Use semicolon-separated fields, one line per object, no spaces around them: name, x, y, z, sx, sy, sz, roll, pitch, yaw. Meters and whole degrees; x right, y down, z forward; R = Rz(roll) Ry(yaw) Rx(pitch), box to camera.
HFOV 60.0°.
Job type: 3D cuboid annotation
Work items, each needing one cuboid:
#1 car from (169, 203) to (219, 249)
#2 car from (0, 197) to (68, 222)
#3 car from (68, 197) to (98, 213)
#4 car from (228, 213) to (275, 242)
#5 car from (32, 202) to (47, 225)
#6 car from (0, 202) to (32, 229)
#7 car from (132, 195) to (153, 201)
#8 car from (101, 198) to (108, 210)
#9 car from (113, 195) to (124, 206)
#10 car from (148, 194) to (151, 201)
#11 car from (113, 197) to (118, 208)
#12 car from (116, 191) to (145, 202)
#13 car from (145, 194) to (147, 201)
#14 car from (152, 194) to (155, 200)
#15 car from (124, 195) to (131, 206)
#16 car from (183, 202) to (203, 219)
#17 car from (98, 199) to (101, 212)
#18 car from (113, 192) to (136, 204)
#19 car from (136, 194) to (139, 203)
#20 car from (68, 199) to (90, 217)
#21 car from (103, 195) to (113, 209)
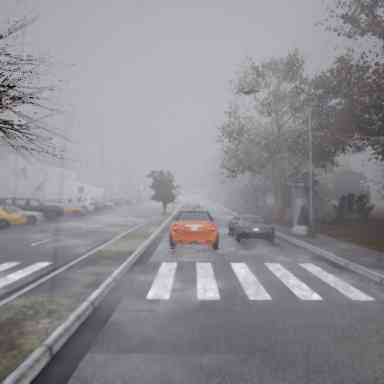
car;0.091;1.550;15.790;2.097;1.767;4.553;0;-1;0
car;-13.831;1.508;28.429;5.566;2.045;2.435;0;-1;-20
car;-13.883;1.549;37.410;5.566;2.045;2.435;0;0;-20
car;3.088;1.800;18.047;1.994;1.385;4.181;0;-1;0
car;-13.858;1.772;25.408;4.674;1.452;2.002;0;-1;-20
car;-14.025;1.702;22.335;5.366;1.575;1.946;0;0;-20
car;-14.028;1.744;94.383;5.366;1.575;1.946;0;0;-20
car;-13.858;1.847;43.433;4.674;1.452;2.002;-1;0;-20
car;-13.849;1.778;52.433;5.008;1.535;2.097;-1;1;-20
car;-13.865;1.721;85.445;4.892;1.521;2.231;-1;0;-20
car;-13.858;1.830;49.433;4.674;1.452;2.002;-1;0;-20
car;-13.883;1.457;73.422;5.566;2.045;2.435;-1;0;-20
car;-13.828;1.583;79.449;4.553;1.767;2.185;-1;0;-20
car;-13.885;1.485;91.433;5.566;2.045;2.435;0;0;-20
car;-13.830;1.778;58.450;4.792;1.488;2.163;-1;0;-20
car;0.077;1.861;34.112;1.837;1.490;4.892;0;0;0
car;-13.881;1.834;40.408;4.792;1.488;2.163;-1;0;-20
car;-13.835;1.486;61.453;5.566;2.045;2.435;-1;0;-20
car;-13.682;1.720;64.505;5.366;1.575;1.946;-1;0;-20
car;-13.683;1.786;34.482;5.366;1.575;1.946;0;-1;-20
car;-13.887;1.673;46.422;4.553;1.767;2.185;-1;0;-20
